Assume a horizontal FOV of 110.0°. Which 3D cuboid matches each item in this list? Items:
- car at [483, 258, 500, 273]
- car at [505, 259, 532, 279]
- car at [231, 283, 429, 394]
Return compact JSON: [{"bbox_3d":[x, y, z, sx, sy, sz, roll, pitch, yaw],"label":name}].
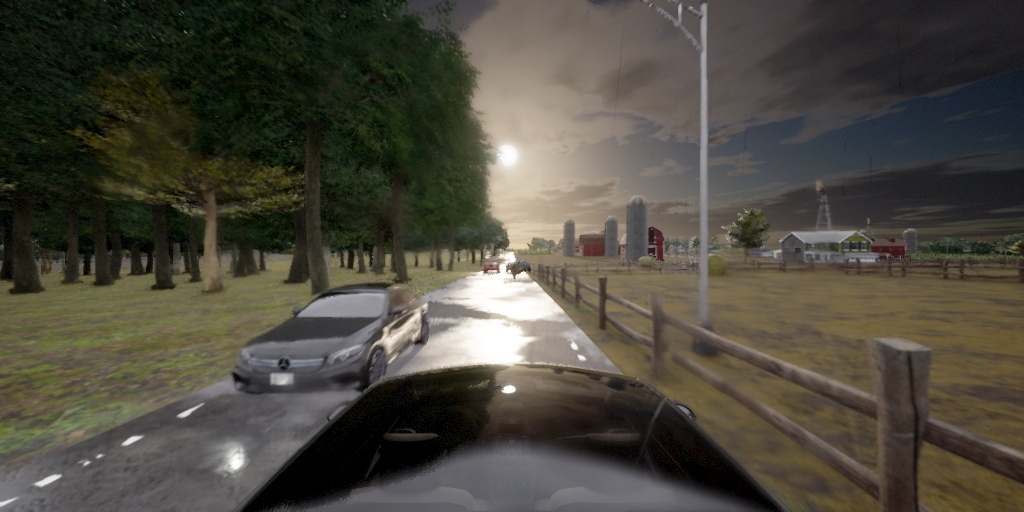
[{"bbox_3d":[-2.817,1.333,50.687,2.150,2.045,5.566,0,-1,0],"label":"car"},{"bbox_3d":[0.731,1.133,34.752,1.882,1.535,5.008,-24,-3,-1],"label":"car"},{"bbox_3d":[-2.862,1.279,6.803,1.812,1.442,4.674,0,0,0],"label":"car"}]
